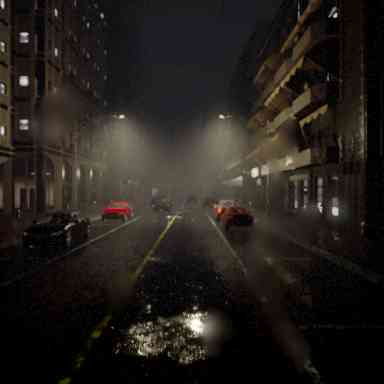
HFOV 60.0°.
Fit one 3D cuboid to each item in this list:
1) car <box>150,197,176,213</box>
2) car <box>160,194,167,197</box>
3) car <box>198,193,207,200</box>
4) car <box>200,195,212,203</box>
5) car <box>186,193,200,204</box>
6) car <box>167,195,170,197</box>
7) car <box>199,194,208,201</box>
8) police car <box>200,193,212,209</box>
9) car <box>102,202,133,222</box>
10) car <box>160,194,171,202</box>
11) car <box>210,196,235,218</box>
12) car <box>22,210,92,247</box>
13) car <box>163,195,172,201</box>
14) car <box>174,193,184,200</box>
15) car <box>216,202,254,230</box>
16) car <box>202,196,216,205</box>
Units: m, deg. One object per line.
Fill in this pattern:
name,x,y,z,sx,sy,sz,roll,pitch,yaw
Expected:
car,-3.092,1.494,35.246,1.895,1.301,4.718,0,0,0
car,-5.680,1.408,54.025,1.947,1.339,4.313,0,0,0
car,2.707,1.079,87.915,2.192,1.841,5.009,0,0,0
car,2.702,1.364,65.322,2.008,1.369,4.403,0,0,0
car,0.012,1.330,60.593,1.837,1.490,4.892,0,0,0
car,-5.678,1.365,65.322,2.008,1.369,4.403,0,0,0
car,2.704,1.229,76.618,1.967,1.590,4.097,0,0,0
police car,2.374,1.294,43.548,1.930,1.638,5.238,0,0,0
car,-5.685,1.465,25.783,1.887,1.381,4.507,0,0,0
car,-5.678,1.241,70.972,1.967,1.590,4.097,0,0,0
car,2.695,1.360,25.781,1.967,1.590,4.097,0,0,0
car,-5.687,1.505,14.486,2.008,1.369,4.403,0,0,0
car,-5.676,1.314,76.449,1.752,1.417,4.829,0,0,0
car,-2.987,0.987,76.673,2.097,1.767,4.553,0,0,0
car,2.694,1.518,20.133,1.802,1.307,4.206,0,0,0
car,2.701,1.407,54.024,1.947,1.339,4.313,0,0,0
